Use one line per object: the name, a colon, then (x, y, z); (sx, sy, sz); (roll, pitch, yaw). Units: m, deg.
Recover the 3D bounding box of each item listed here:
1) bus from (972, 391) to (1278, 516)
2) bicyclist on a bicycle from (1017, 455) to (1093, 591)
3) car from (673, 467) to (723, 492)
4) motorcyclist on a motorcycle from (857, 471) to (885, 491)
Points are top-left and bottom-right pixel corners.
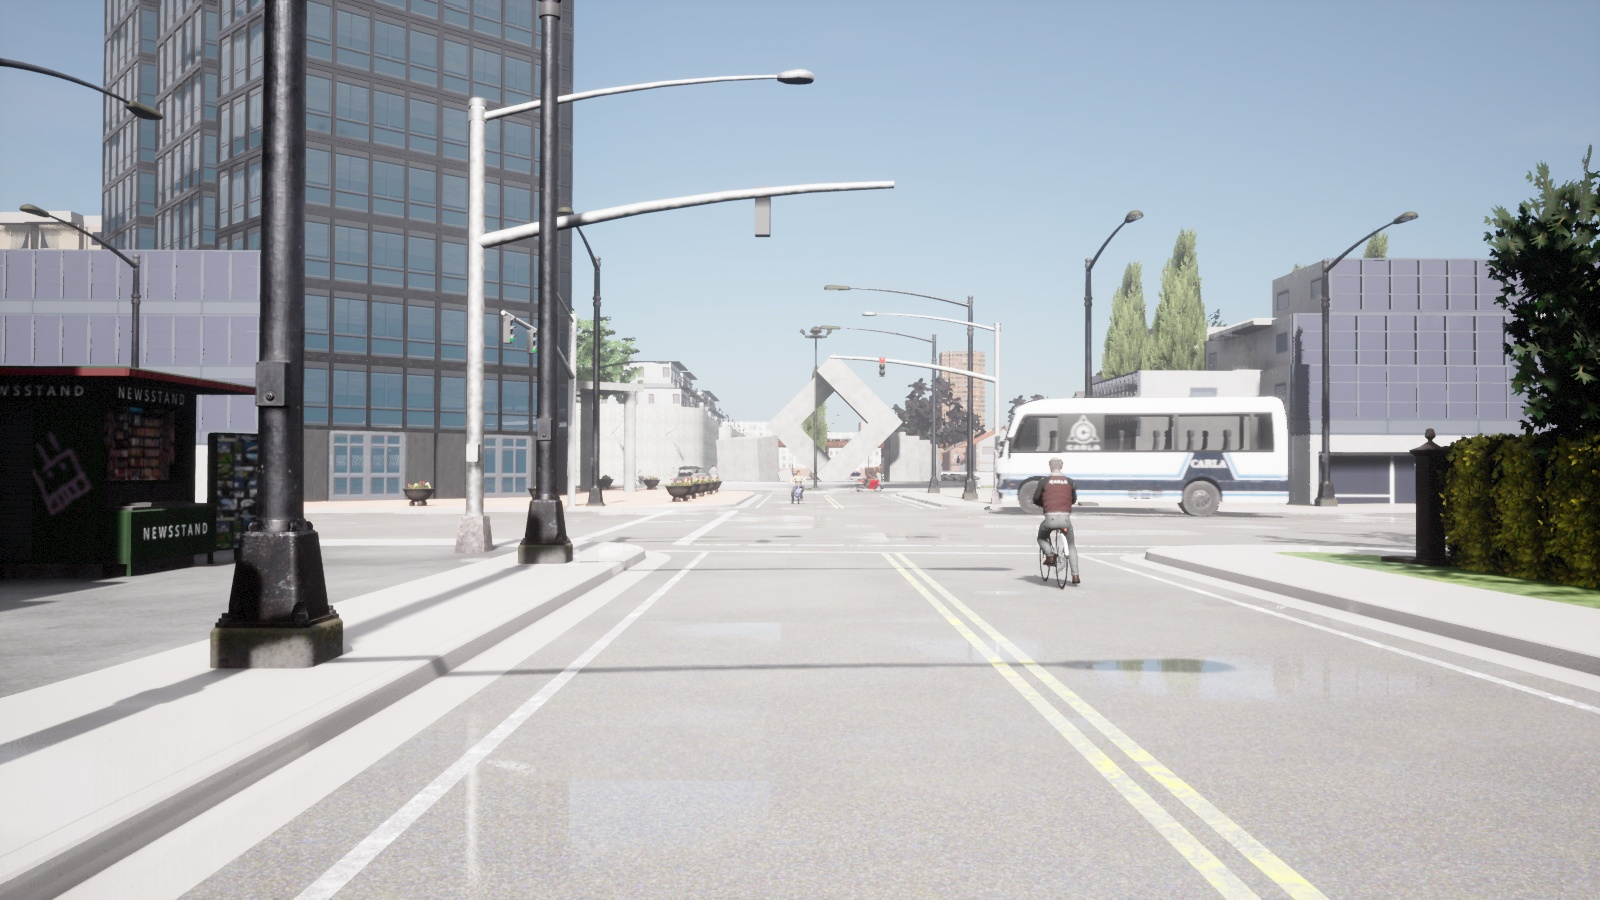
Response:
bus: (11.632, 0.155, 45.618); (10.273, 4.253, 3.944); (0, 0, 13)
bicyclist on a bicycle: (3.485, 0.961, 17.280); (0.659, 1.776, 1.843); (0, -1, 0)
car: (-7.865, 2.258, 96.495); (1.905, 1.878, 3.866); (1, -1, -40)
motorcyclist on a motorcycle: (5.401, 2.382, 95.958); (2.044, 1.523, 0.797); (0, -1, -5)
